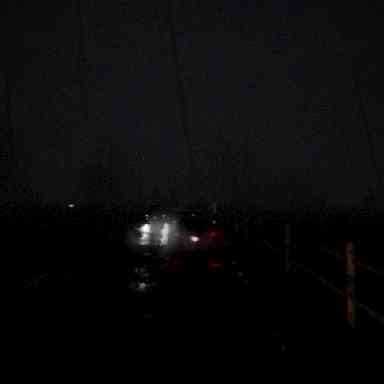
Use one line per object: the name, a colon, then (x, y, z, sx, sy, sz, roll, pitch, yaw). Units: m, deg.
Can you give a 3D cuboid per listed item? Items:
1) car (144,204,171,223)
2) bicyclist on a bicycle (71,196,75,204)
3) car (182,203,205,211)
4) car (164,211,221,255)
car: (-2.823, 1.773, 27.917, 1.837, 1.490, 4.892, 0, -1, 0)
bicyclist on a bicycle: (-22.540, 1.587, 63.083, 0.582, 1.620, 1.656, 1, 0, 0)
car: (0.122, 1.784, 30.377, 2.128, 1.511, 4.902, 0, -1, 0)
car: (0.104, 1.696, 14.008, 1.994, 1.385, 4.181, 0, -1, 0)
